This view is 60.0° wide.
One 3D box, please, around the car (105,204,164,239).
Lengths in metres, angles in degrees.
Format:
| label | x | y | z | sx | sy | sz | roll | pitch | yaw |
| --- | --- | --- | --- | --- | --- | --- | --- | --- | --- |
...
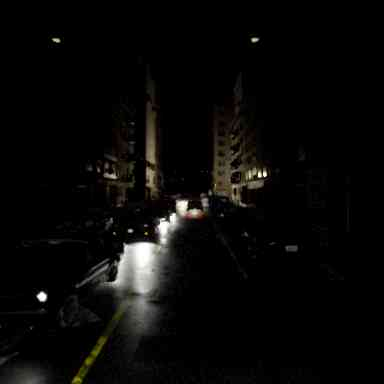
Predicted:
| label | x | y | z | sx | sy | sz | roll | pitch | yaw |
| --- | --- | --- | --- | --- | --- | --- | --- | --- | --- |
| car | -2.752 | 1.544 | 16.914 | 1.994 | 1.385 | 4.181 | 0 | 0 | 1 |

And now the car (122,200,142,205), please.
| label | x | y | z | sx | sy | sz | roll | pitch | yaw |
| --- | --- | --- | --- | --- | --- | --- | --- | --- | --- |
| car | -5.231 | 1.553 | 27.620 | 1.802 | 1.307 | 4.206 | 0 | 0 | 0 |

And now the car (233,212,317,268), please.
| label | x | y | z | sx | sy | sz | roll | pitch | yaw |
| --- | --- | --- | --- | --- | --- | --- | --- | --- | --- |
| car | 2.697 | 1.557 | 11.041 | 1.947 | 1.339 | 4.313 | 0 | 0 | 0 |

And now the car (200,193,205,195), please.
| label | x | y | z | sx | sy | sz | roll | pitch | yaw |
| --- | --- | --- | --- | --- | --- | --- | --- | --- | --- |
| car | 2.603 | 1.506 | 65.011 | 1.812 | 1.442 | 4.674 | 0 | 0 | 0 |

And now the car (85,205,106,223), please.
| label | x | y | z | sx | sy | sz | roll | pitch | yaw |
| --- | --- | --- | --- | --- | --- | --- | --- | --- | --- |
| car | -5.296 | 1.419 | 16.599 | 1.967 | 1.590 | 4.097 | 0 | 0 | 0 |

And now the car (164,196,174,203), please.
| label | x | y | z | sx | sy | sz | roll | pitch | yaw |
| --- | --- | --- | --- | --- | --- | --- | --- | --- | --- |
| car | -4.973 | 1.557 | 71.706 | 1.802 | 1.307 | 4.206 | 0 | 0 | 0 |

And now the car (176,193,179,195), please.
| label | x | y | z | sx | sy | sz | roll | pitch | yaw |
| --- | --- | --- | --- | --- | --- | --- | --- | --- | --- |
| car | -4.908 | 1.521 | 82.729 | 1.887 | 1.381 | 4.507 | 0 | 0 | 0 |

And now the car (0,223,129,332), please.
| label | x | y | z | sx | sy | sz | roll | pitch | yaw |
| --- | --- | --- | --- | --- | --- | --- | --- | --- | --- |
| car | -2.833 | 1.591 | 6.959 | 1.895 | 1.301 | 4.718 | 0 | 0 | 1 |

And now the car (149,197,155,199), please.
| label | x | y | z | sx | sy | sz | roll | pitch | yaw |
| --- | --- | --- | --- | --- | --- | --- | --- | --- | --- |
| car | -5.199 | 1.519 | 33.131 | 2.008 | 1.369 | 4.403 | 0 | 0 | 0 |

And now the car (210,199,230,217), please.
| label | x | y | z | sx | sy | sz | roll | pitch | yaw |
| --- | --- | --- | --- | --- | --- | --- | --- | --- | --- |
| car | 2.793 | 1.544 | 27.574 | 1.947 | 1.339 | 4.313 | 0 | 0 | 0 |

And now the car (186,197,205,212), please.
| label | x | y | z | sx | sy | sz | roll | pitch | yaw |
| --- | --- | --- | --- | --- | --- | --- | --- | --- | --- |
| car | 0.327 | 1.573 | 38.966 | 1.895 | 1.301 | 4.718 | 0 | 0 | 0 |

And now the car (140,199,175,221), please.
| label | x | y | z | sx | sy | sz | roll | pitch | yaw |
| --- | --- | --- | --- | --- | --- | --- | --- | --- | --- |
| car | -2.693 | 1.537 | 26.899 | 1.994 | 1.385 | 4.181 | 0 | 0 | 0 |

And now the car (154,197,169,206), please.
| label | x | y | z | sx | sy | sz | roll | pitch | yaw |
| --- | --- | --- | --- | --- | --- | --- | --- | --- | --- |
| car | -5.070 | 1.521 | 55.174 | 2.008 | 1.369 | 4.403 | 0 | 0 | 0 |

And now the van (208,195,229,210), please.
| label | x | y | z | sx | sy | sz | roll | pitch | yaw |
| --- | --- | --- | --- | --- | --- | --- | --- | --- | --- |
| van | 2.826 | 1.317 | 33.084 | 1.690 | 1.788 | 3.998 | 0 | 0 | 0 |

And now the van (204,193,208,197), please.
| label | x | y | z | sx | sy | sz | roll | pitch | yaw |
| --- | --- | --- | --- | --- | --- | --- | --- | --- | --- |
| van | 2.890 | 1.316 | 44.105 | 1.690 | 1.788 | 3.998 | 0 | 0 | 0 |

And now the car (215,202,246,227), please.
| label | x | y | z | sx | sy | sz | roll | pitch | yaw |
| --- | --- | --- | --- | --- | --- | --- | --- | --- | --- |
| car | 2.761 | 1.563 | 22.063 | 1.802 | 1.307 | 4.206 | 0 | 0 | 0 |

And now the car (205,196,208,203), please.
| label | x | y | z | sx | sy | sz | roll | pitch | yaw |
| --- | --- | --- | --- | --- | --- | --- | --- | --- | --- |
| car | 2.858 | 1.525 | 38.595 | 2.008 | 1.369 | 4.403 | 0 | 0 | 0 |

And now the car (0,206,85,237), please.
| label | x | y | z | sx | sy | sz | roll | pitch | yaw |
| --- | --- | --- | --- | --- | --- | --- | --- | --- | --- |
| car | -5.328 | 1.424 | 11.088 | 1.967 | 1.590 | 4.097 | 0 | 0 | 0 |

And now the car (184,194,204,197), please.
| label | x | y | z | sx | sy | sz | roll | pitch | yaw |
| --- | --- | --- | --- | --- | --- | --- | --- | --- | --- |
| car | 0.301 | 1.467 | 50.138 | 2.128 | 1.511 | 4.902 | 0 | 0 | 1 |

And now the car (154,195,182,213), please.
| label | x | y | z | sx | sy | sz | roll | pitch | yaw |
| --- | --- | --- | --- | --- | --- | --- | --- | --- | --- |
| car | -2.591 | 1.461 | 36.979 | 2.128 | 1.511 | 4.902 | 0 | 0 | 1 |
